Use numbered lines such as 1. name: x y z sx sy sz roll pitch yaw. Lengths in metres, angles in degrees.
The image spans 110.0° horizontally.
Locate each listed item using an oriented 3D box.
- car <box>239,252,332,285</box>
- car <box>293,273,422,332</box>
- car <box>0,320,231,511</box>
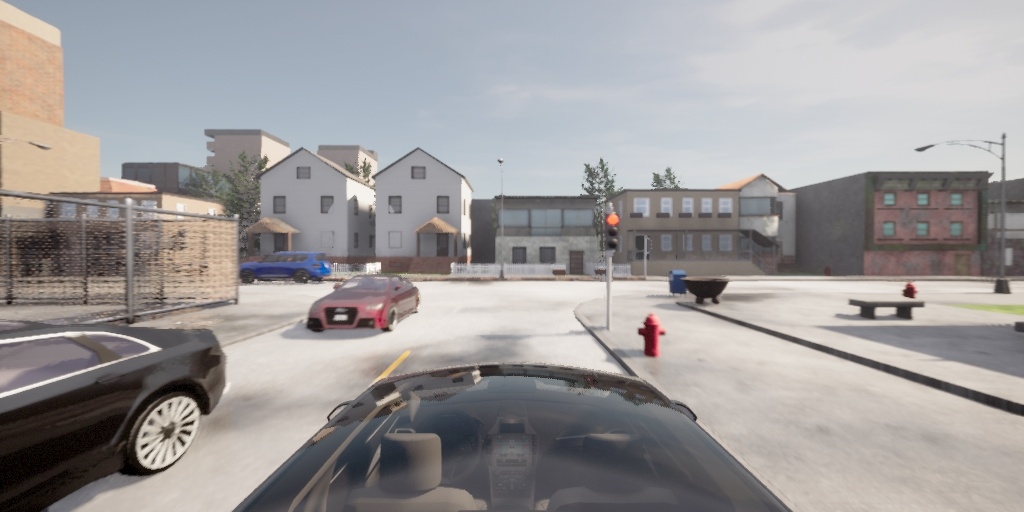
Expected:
1. car: -14.775 0.762 23.370 5.566 2.045 2.150 0 1 -2
2. car: -4.003 1.230 10.365 1.994 1.385 4.181 0 1 0
3. car: -4.075 1.240 1.933 2.128 1.511 4.902 0 1 0
